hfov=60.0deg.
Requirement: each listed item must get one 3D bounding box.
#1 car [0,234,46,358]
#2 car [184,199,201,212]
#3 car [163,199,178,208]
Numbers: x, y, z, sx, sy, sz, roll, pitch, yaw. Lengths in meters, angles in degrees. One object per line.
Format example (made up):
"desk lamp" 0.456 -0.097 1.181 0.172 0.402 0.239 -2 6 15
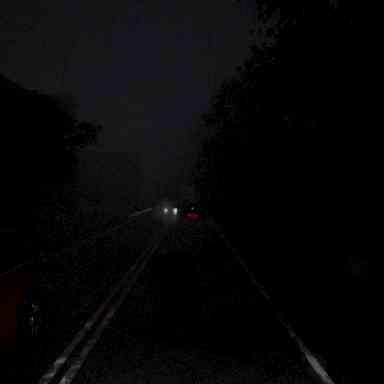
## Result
"car" -3.356 1.361 3.351 2.097 1.767 4.553 0 0 0
"car" 0.061 1.703 41.590 1.837 1.490 4.892 0 0 0
"car" -3.240 1.817 52.466 1.812 1.442 4.674 0 -1 1
